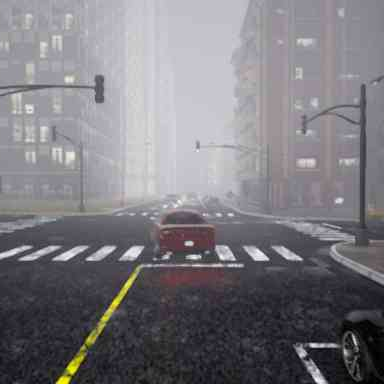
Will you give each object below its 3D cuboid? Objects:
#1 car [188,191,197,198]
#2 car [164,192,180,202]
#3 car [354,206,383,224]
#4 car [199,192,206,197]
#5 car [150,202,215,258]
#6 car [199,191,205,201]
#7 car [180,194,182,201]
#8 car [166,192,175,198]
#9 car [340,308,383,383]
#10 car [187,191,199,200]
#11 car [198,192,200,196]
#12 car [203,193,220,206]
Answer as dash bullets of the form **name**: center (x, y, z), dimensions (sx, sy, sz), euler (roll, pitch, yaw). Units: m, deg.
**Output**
- **car**: center (0.066, 0.600, 76.953), dimensions (2.033, 1.411, 5.357), euler (0, 1, 0)
- **car**: center (-3.046, 1.035, 48.042), dimensions (1.812, 1.442, 4.674), euler (0, 1, 0)
- **car**: center (14.663, 1.575, 24.663), dimensions (4.829, 1.417, 1.752), euler (1, -1, 0)
- **car**: center (2.768, 0.676, 91.160), dimensions (1.802, 1.307, 4.206), euler (0, 1, 0)
- **car**: center (-0.485, 1.348, 12.295), dimensions (1.882, 1.535, 5.008), euler (0, 1, -9)
- **car**: center (2.739, 0.969, 57.270), dimensions (2.008, 1.369, 4.403), euler (0, 1, 0)
- **car**: center (-2.976, 0.851, 63.586), dimensions (2.128, 1.511, 4.902), euler (0, 1, 1)
- **car**: center (-5.617, 0.697, 85.518), dimensions (2.008, 1.369, 4.403), euler (0, 1, 0)
- **car**: center (2.693, 1.540, 2.332), dimensions (1.947, 1.339, 4.313), euler (0, 1, 0)
- **car**: center (0.057, 0.676, 66.922), dimensions (2.097, 1.767, 4.553), euler (0, 1, 0)
- **car**: center (2.745, 0.914, 62.917), dimensions (2.008, 1.369, 4.403), euler (0, 1, 0)
- **car**: center (2.778, 1.128, 44.353), dimensions (1.802, 1.307, 4.206), euler (0, 1, 0)
